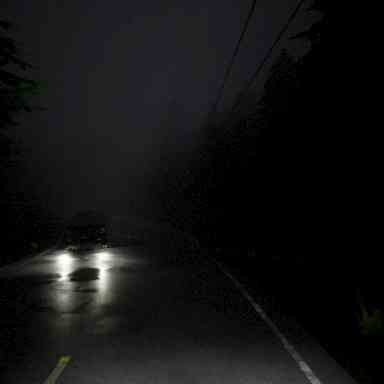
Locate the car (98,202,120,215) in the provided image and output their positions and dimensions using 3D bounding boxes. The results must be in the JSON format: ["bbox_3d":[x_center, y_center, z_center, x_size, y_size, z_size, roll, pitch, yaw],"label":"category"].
[{"bbox_3d":[-10.162,1.963,40.502,2.128,1.511,4.902,0,-1,-29],"label":"car"}]

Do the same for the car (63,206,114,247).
[{"bbox_3d":[-5.079,1.672,16.530,1.882,1.535,5.008,0,-1,-11],"label":"car"}]
